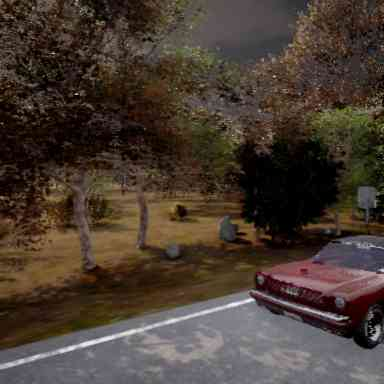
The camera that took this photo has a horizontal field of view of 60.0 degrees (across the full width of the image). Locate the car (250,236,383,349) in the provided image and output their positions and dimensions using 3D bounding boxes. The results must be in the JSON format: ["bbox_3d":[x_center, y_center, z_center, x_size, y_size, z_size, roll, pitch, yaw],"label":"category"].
[{"bbox_3d":[3.341,1.589,6.358,4.718,1.301,1.895,0,0,-35],"label":"car"}]
